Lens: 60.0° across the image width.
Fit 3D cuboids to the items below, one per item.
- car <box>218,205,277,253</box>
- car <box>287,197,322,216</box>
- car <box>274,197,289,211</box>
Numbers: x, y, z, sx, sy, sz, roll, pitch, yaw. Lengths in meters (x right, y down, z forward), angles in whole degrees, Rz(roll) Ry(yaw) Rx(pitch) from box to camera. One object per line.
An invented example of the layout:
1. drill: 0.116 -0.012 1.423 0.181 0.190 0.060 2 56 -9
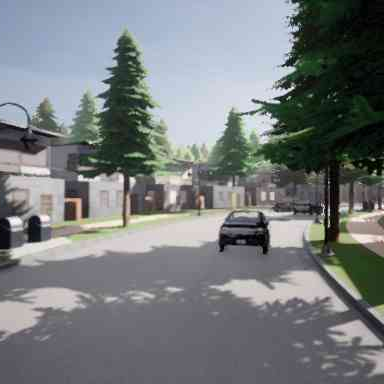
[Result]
1. car: 2.312 1.508 13.846 2.128 1.511 4.902 0 0 15
2. car: 11.666 1.568 33.450 2.128 1.511 4.902 0 0 35
3. car: 11.247 1.427 38.827 2.097 1.767 4.553 0 0 40
